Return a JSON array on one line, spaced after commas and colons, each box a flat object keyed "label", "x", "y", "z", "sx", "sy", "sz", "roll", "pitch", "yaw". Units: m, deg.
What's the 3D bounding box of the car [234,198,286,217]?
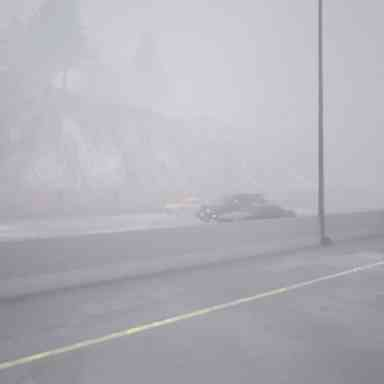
[{"label": "car", "x": 6.137, "y": 1.335, "z": 29.856, "sx": 4.674, "sy": 1.442, "sz": 1.812, "roll": -1, "pitch": 0, "yaw": -35}]

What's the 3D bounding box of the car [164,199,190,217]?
[{"label": "car", "x": -0.128, "y": 1.331, "z": 29.687, "sx": 5.008, "sy": 1.535, "sz": 1.882, "roll": 0, "pitch": 0, "yaw": -35}]

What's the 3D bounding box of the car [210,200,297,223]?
[{"label": "car", "x": 3.948, "y": 1.423, "z": 19.703, "sx": 5.357, "sy": 1.411, "sz": 2.033, "roll": -1, "pitch": 0, "yaw": -35}]

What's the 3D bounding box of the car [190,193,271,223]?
[{"label": "car", "x": 2.928, "y": 1.089, "z": 23.273, "sx": 5.566, "sy": 2.045, "sz": 2.150, "roll": 0, "pitch": 0, "yaw": -35}]
